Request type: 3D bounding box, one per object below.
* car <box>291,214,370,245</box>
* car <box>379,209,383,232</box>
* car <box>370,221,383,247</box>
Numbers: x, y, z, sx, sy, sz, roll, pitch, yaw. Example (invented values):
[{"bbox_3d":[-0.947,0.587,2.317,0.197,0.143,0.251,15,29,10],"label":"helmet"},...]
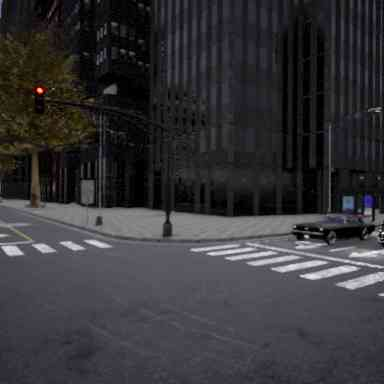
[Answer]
[{"bbox_3d":[7.169,1.796,16.801,4.718,1.301,1.895,1,-1,-35],"label":"car"},{"bbox_3d":[14.464,1.832,21.977,4.674,1.442,1.812,1,0,-35],"label":"car"},{"bbox_3d":[10.318,1.718,15.034,4.892,1.490,1.837,1,-1,-35],"label":"car"}]
